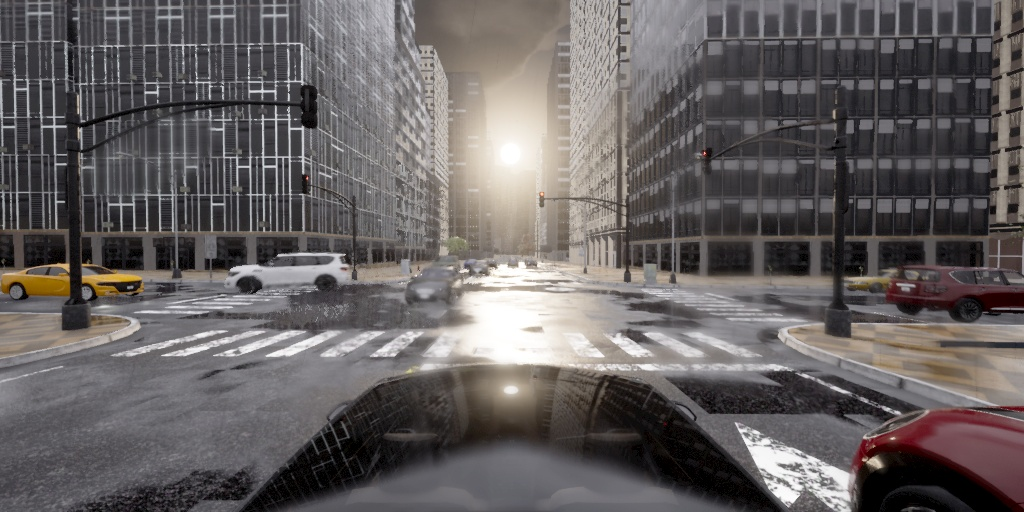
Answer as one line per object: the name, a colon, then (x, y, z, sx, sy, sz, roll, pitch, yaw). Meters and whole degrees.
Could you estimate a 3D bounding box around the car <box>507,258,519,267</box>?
car: (0.203, 1.267, 63.393, 1.994, 1.385, 4.181, 0, 0, 0)

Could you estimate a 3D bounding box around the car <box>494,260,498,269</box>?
car: (-3.169, 1.314, 54.259, 1.895, 1.301, 4.718, 0, 0, 0)

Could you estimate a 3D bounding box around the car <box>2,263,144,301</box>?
car: (-19.229, 1.086, 15.833, 5.008, 1.535, 1.882, 1, 1, 3)

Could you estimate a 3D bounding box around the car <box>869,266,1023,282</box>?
car: (16.225, 1.282, 12.555, 5.009, 1.841, 2.192, 0, 0, 1)

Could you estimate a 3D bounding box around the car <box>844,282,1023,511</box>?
car: (3.254, 1.103, 0.441, 2.097, 1.767, 4.553, 0, 0, 0)

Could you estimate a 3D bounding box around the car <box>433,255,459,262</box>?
car: (-6.479, 0.952, 35.644, 2.150, 2.045, 5.566, 0, 0, 0)

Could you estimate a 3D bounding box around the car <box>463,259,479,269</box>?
car: (-6.402, 1.188, 56.658, 1.882, 1.535, 5.008, 0, 0, 0)

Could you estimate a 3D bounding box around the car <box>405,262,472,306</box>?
car: (-3.296, 1.235, 16.061, 2.128, 1.511, 4.902, 1, 1, 0)

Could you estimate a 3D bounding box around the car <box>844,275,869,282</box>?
car: (21.863, 1.409, 20.821, 4.829, 1.417, 1.751, 0, 0, 1)

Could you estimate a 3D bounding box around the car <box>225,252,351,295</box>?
car: (-11.597, 0.843, 18.993, 5.566, 2.045, 2.150, 0, 3, -28)

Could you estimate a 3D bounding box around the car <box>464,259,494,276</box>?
car: (-3.240, 1.222, 36.240, 2.128, 1.511, 4.902, 0, 0, 0)

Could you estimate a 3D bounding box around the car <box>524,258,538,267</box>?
car: (3.453, 1.304, 63.411, 1.895, 1.301, 4.718, 0, 0, 0)
